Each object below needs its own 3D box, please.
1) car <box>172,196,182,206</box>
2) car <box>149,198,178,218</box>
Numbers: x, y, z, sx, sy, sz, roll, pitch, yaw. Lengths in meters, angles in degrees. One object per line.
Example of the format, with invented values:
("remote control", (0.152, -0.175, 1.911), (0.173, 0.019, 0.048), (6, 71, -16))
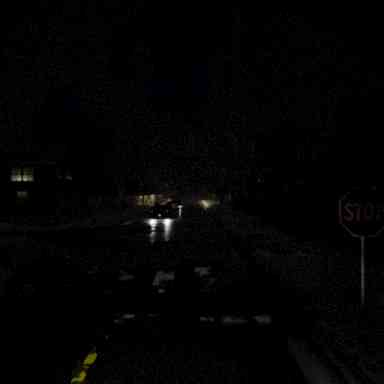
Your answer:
("car", (-2.664, 1.392, 55.270), (1.837, 1.490, 4.892), (0, 0, 0))
("car", (-2.704, 1.549, 30.366), (2.033, 1.411, 5.357), (0, 0, 0))
